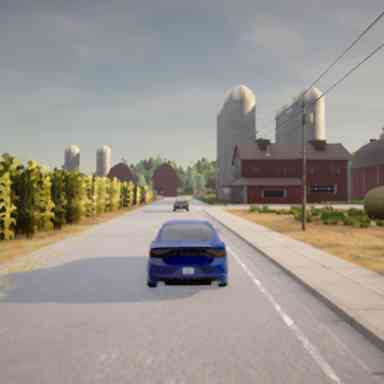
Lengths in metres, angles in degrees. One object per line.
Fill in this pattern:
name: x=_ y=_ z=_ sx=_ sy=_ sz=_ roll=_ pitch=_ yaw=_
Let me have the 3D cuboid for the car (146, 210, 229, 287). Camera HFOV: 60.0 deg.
car: x=-0.149 y=1.492 z=9.396 sx=1.882 sy=1.535 sz=5.008 roll=0 pitch=0 yaw=-2

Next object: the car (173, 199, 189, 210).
car: x=-1.312 y=1.553 z=40.980 sx=2.128 sy=1.511 sz=4.902 roll=0 pitch=0 yaw=-2
